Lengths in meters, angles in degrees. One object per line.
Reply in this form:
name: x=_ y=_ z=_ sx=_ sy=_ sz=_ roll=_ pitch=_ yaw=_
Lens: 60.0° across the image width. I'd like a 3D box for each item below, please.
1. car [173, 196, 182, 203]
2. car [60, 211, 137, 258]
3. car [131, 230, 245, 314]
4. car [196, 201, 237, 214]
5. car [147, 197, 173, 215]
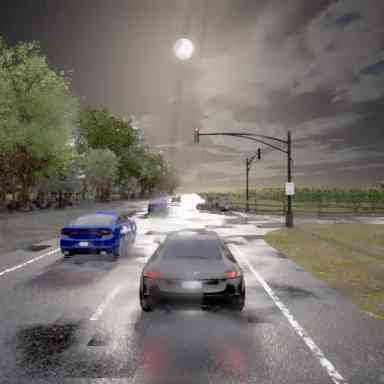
car: x=-3.322 y=1.502 z=70.774 sx=2.128 sy=1.511 sz=4.902 roll=0 pitch=0 yaw=0
car: x=-3.382 y=1.482 z=12.888 sx=1.882 sy=1.535 sz=5.008 roll=0 pitch=0 yaw=0
car: x=0.011 y=1.566 z=7.725 sx=1.994 sy=1.385 sz=4.181 roll=0 pitch=0 yaw=0
car: x=2.572 y=1.635 z=36.422 sx=1.895 sy=1.301 sz=4.718 roll=0 pitch=1 yaw=-40
car: x=-3.352 y=1.485 z=33.896 sx=1.882 sy=1.535 sz=5.008 roll=0 pitch=0 yaw=0
